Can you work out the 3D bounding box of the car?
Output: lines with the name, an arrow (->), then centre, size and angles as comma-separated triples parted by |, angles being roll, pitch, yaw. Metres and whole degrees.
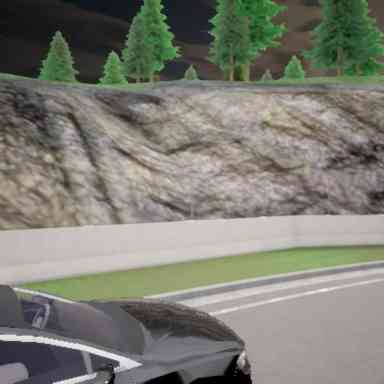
car -> -1.672, 1.490, 2.424 | 4.902, 1.511, 2.128 | 0, 0, -35
